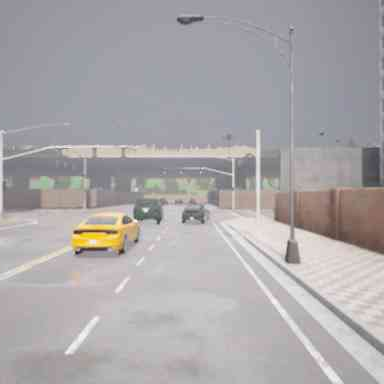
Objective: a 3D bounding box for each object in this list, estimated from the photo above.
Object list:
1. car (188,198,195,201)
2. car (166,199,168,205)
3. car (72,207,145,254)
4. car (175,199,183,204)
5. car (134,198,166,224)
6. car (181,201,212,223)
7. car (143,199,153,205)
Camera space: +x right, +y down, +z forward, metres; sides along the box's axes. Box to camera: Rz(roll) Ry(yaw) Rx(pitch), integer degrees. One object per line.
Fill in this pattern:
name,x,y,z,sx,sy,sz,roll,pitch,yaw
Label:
car,-0.011,2.508,86.640,1.895,1.301,4.718,0,-1,0
car,-7.010,2.201,80.065,2.097,1.767,4.553,0,-1,0
car,-3.474,1.629,14.224,1.882,1.535,5.008,0,0,0
car,-3.511,2.511,87.003,1.895,1.301,4.718,0,-1,0
car,-3.576,1.515,27.549,2.150,2.045,5.566,0,0,-2
car,0.454,1.801,28.412,1.837,1.490,4.892,-1,0,12
car,-10.510,2.398,80.033,1.994,1.385,4.181,0,-1,0
